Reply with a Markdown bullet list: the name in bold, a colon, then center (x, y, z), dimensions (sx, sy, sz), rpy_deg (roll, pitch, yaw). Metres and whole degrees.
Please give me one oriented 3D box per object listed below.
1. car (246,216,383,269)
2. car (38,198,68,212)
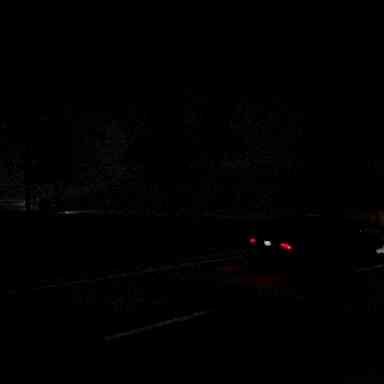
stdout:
- **car**: center (4.251, 1.535, 11.122), dimensions (5.357, 1.411, 2.033), rpy_deg (0, 0, -35)
- **car**: center (-16.440, 1.466, 39.256), dimensions (5.008, 1.535, 1.882), rpy_deg (0, 0, 43)
